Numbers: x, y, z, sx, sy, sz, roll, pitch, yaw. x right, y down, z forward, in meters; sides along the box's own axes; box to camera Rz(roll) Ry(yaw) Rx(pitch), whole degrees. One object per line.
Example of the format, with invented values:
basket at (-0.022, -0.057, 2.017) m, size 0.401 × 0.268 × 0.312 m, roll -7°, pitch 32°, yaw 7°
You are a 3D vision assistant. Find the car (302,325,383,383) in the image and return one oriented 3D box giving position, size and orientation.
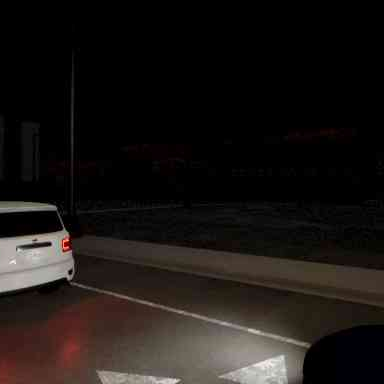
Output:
car at (3.005, 1.516, 1.843) m, size 4.674 × 1.442 × 1.812 m, roll 0°, pitch 0°, yaw 35°

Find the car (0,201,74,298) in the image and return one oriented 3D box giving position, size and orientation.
car at (-5.032, 1.220, 7.576) m, size 5.566 × 2.045 × 2.150 m, roll 0°, pitch 0°, yaw 35°

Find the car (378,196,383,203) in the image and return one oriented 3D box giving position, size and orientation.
car at (39.921, 1.527, 67.903) m, size 2.038 × 1.542 × 4.974 m, roll 1°, pitch 1°, yaw 6°

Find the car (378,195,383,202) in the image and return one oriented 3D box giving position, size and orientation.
car at (39.927, 1.369, 67.953) m, size 1.853 × 1.218 × 4.536 m, roll 1°, pitch 1°, yaw 6°
